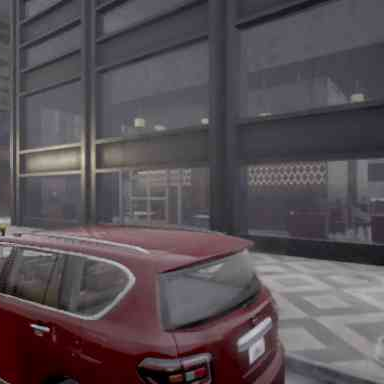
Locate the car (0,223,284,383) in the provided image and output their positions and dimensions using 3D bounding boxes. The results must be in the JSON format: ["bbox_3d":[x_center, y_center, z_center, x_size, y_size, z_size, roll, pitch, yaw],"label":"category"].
[{"bbox_3d":[-1.438,1.322,3.991,5.009,1.841,2.192,0,0,36],"label":"car"}]
